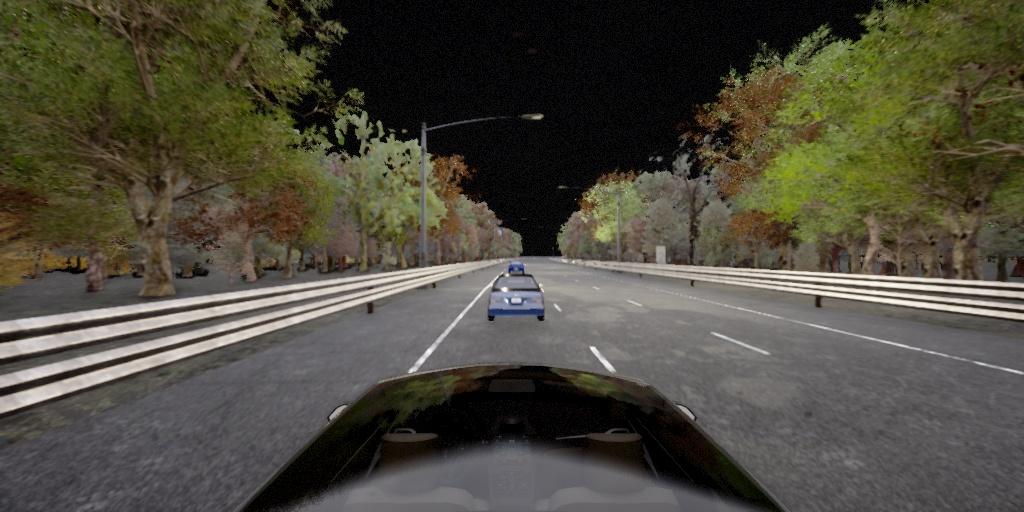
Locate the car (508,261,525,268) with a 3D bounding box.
[{"bbox_3d":[0.526,1.326,43.312,1.882,1.535,5.008,0,0,1],"label":"car"}]

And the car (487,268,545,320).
[{"bbox_3d":[0.136,1.324,12.774,2.033,1.411,5.357,0,0,0],"label":"car"}]
